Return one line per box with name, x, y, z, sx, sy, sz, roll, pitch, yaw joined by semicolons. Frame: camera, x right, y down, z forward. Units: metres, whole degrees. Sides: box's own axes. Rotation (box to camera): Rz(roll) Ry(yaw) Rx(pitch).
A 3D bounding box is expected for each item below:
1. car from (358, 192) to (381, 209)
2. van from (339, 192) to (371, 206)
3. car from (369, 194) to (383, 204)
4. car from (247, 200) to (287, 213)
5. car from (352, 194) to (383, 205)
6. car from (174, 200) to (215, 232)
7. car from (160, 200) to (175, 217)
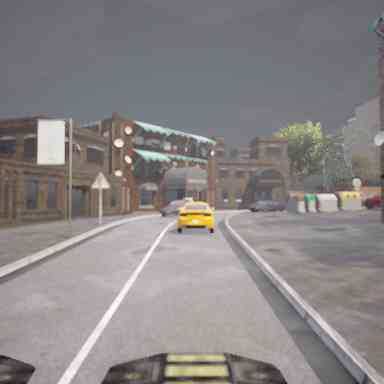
car;21.065;0.900;35.694;2.435;2.045;5.566;-3;-1;-12
van;23.782;1.042;48.715;1.878;1.987;4.442;-3;-1;-12
car;29.228;0.994;49.980;2.002;1.452;4.674;-3;-1;-12
car;8.408;1.575;36.015;5.357;1.411;2.033;0;-2;-34
car;26.500;1.116;49.409;2.231;1.521;4.892;-3;-1;-12
car;0.275;1.329;18.988;1.882;1.535;5.008;0;0;2
car;-1.021;1.401;29.043;1.812;1.442;4.674;-1;-1;23
